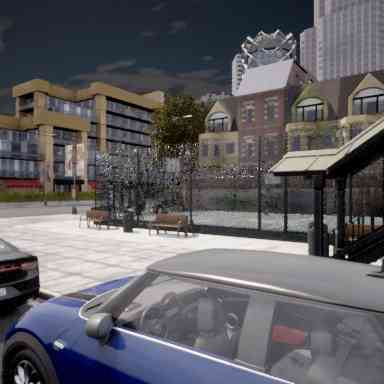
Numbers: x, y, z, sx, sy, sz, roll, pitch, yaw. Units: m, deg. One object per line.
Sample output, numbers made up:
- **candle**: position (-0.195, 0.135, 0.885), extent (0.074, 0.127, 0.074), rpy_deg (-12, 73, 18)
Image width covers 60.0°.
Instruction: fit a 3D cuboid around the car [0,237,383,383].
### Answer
- **car**: position (0.187, 1.354, 3.170), extent (4.553, 1.767, 2.185), rpy_deg (0, 0, 35)
